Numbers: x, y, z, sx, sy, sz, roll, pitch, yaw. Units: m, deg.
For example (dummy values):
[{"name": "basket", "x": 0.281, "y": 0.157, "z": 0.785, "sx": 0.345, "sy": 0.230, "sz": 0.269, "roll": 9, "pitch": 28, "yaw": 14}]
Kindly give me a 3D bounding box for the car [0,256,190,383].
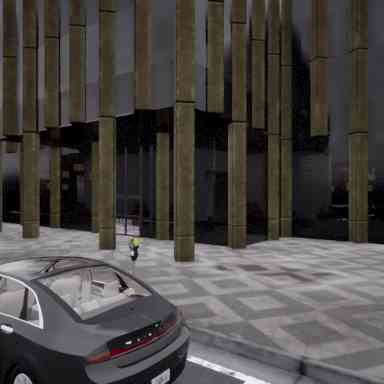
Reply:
[{"name": "car", "x": -2.075, "y": 1.551, "z": 4.429, "sx": 4.403, "sy": 1.369, "sz": 2.008, "roll": 0, "pitch": 0, "yaw": 35}]
